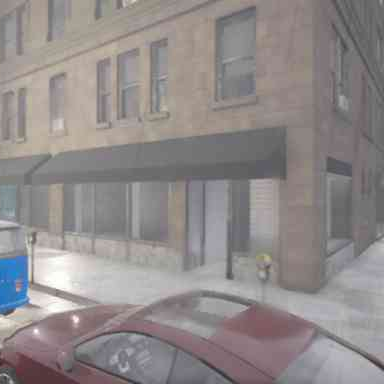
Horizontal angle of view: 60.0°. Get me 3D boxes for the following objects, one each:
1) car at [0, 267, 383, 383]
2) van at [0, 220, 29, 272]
[{"bbox_3d":[-0.104,1.582,2.923,4.206,1.307,1.802,0,0,36],"label":"car"},{"bbox_3d":[-4.721,1.341,6.216,3.998,1.788,1.690,0,0,36],"label":"van"}]
